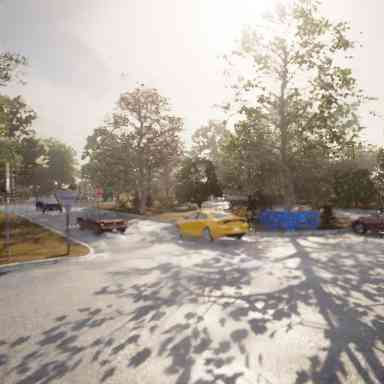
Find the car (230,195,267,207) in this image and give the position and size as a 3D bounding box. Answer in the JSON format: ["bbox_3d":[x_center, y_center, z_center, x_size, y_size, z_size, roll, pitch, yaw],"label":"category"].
[{"bbox_3d":[7.974,1.293,47.252,2.033,1.411,5.357,-3,2,-35],"label":"car"}]

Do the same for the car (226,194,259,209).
[{"bbox_3d":[6.948,1.251,43.282,2.097,1.767,4.553,-3,2,-35],"label":"car"}]

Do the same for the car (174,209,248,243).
[{"bbox_3d":[0.794,1.669,17.220,1.882,1.535,5.008,-1,-3,-30],"label":"car"}]

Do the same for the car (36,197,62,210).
[{"bbox_3d":[-14.658,1.240,33.977,1.882,1.535,5.008,-3,3,-35],"label":"car"}]

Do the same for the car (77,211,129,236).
[{"bbox_3d":[-5.803,1.905,21.297,1.895,1.301,4.718,-3,2,-35],"label":"car"}]

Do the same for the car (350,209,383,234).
[{"bbox_3d":[10.814,1.593,17.489,2.002,1.452,4.674,1,0,-35],"label":"car"}]

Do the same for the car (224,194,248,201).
[{"bbox_3d":[8.728,1.109,65.705,4.674,1.442,1.812,1,-1,-37],"label":"car"}]
